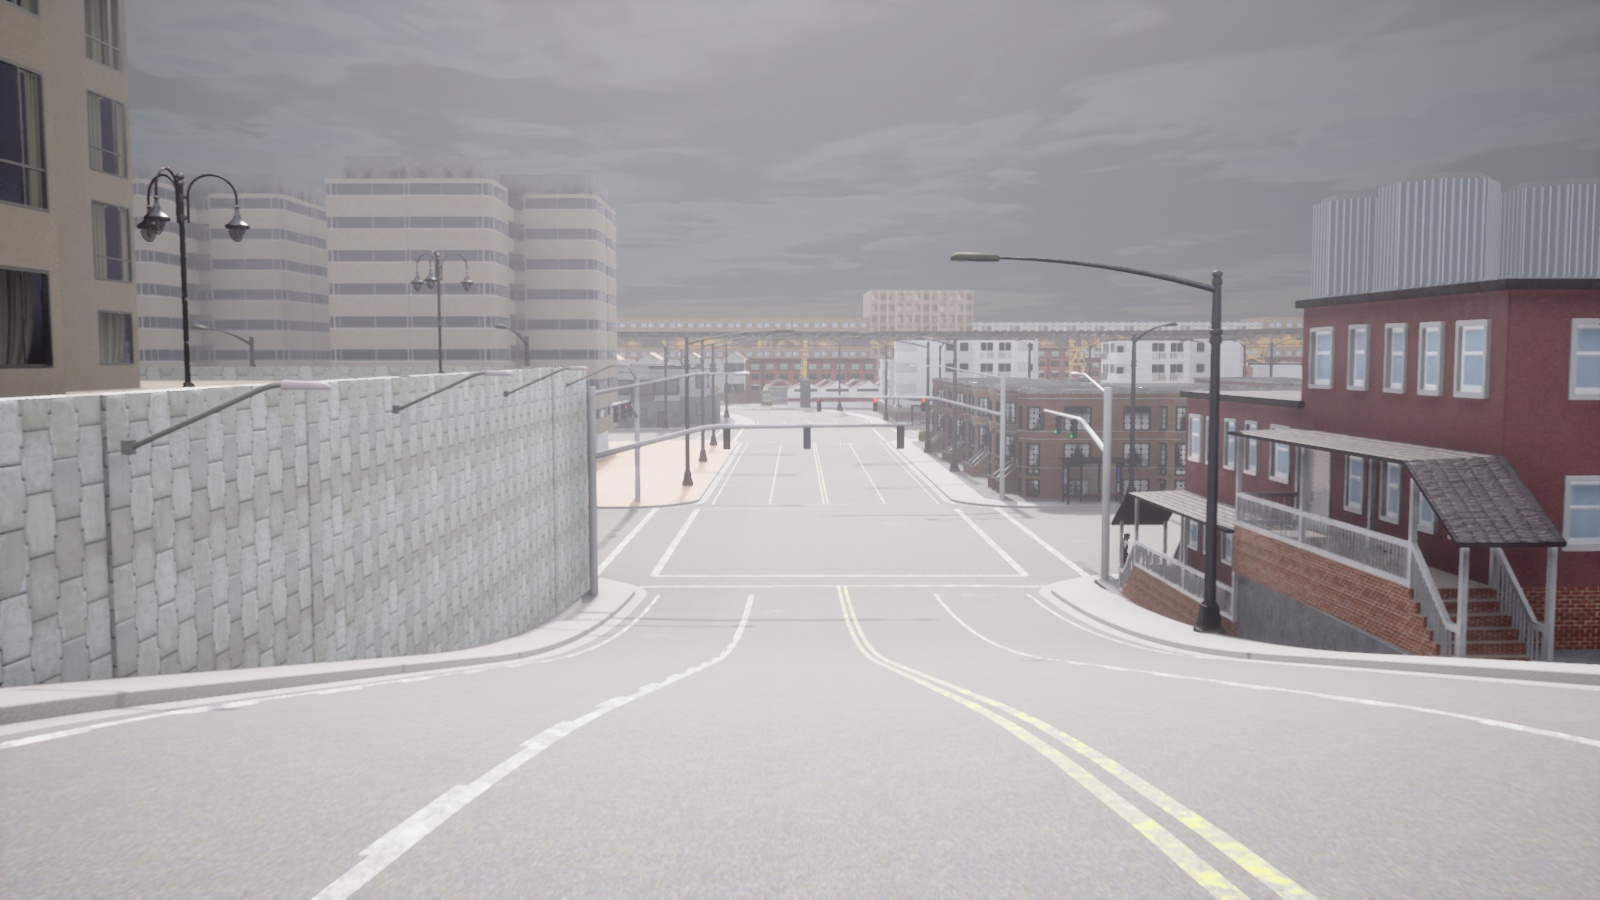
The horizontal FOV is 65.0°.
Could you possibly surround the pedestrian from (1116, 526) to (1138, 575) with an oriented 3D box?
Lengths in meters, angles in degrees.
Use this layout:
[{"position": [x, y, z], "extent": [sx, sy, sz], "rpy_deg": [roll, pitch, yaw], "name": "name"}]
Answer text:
[{"position": [13.366, 4.121, 51.353], "extent": [0.788, 1.949, 0.423], "rpy_deg": [0, 4, 1], "name": "pedestrian"}]
